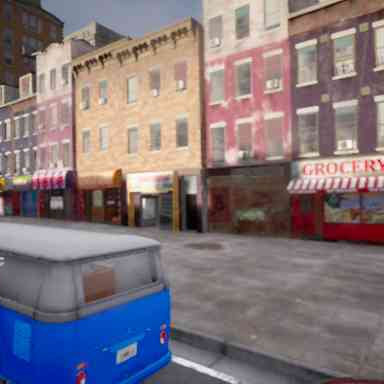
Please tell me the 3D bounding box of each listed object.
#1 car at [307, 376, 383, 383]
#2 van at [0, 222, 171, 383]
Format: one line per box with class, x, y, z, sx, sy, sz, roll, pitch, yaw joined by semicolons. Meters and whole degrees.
car;2.283;1.578;1.202;4.206;1.307;1.802;0;-1;35
van;-2.147;1.356;4.358;3.998;1.788;1.690;0;-1;35
